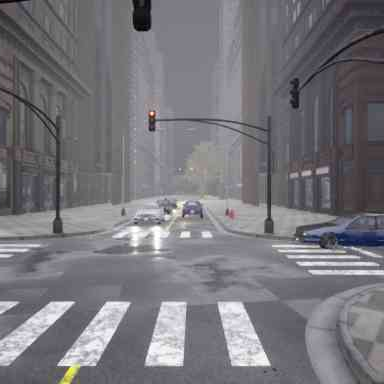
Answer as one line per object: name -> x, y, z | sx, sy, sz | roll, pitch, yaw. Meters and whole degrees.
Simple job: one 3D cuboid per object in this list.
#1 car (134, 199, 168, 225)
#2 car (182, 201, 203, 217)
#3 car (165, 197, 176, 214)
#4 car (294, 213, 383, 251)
car -> -3.070, 1.526, 24.549 | 1.812, 1.442, 4.674 | 0, 0, 0
car -> 0.070, 1.528, 30.995 | 1.812, 1.442, 4.674 | 0, 0, 1
car -> -3.059, 1.552, 34.959 | 2.033, 1.411, 5.357 | 0, 0, 0
car -> 7.012, 1.572, 13.511 | 5.357, 1.411, 2.033 | 0, 0, 5
